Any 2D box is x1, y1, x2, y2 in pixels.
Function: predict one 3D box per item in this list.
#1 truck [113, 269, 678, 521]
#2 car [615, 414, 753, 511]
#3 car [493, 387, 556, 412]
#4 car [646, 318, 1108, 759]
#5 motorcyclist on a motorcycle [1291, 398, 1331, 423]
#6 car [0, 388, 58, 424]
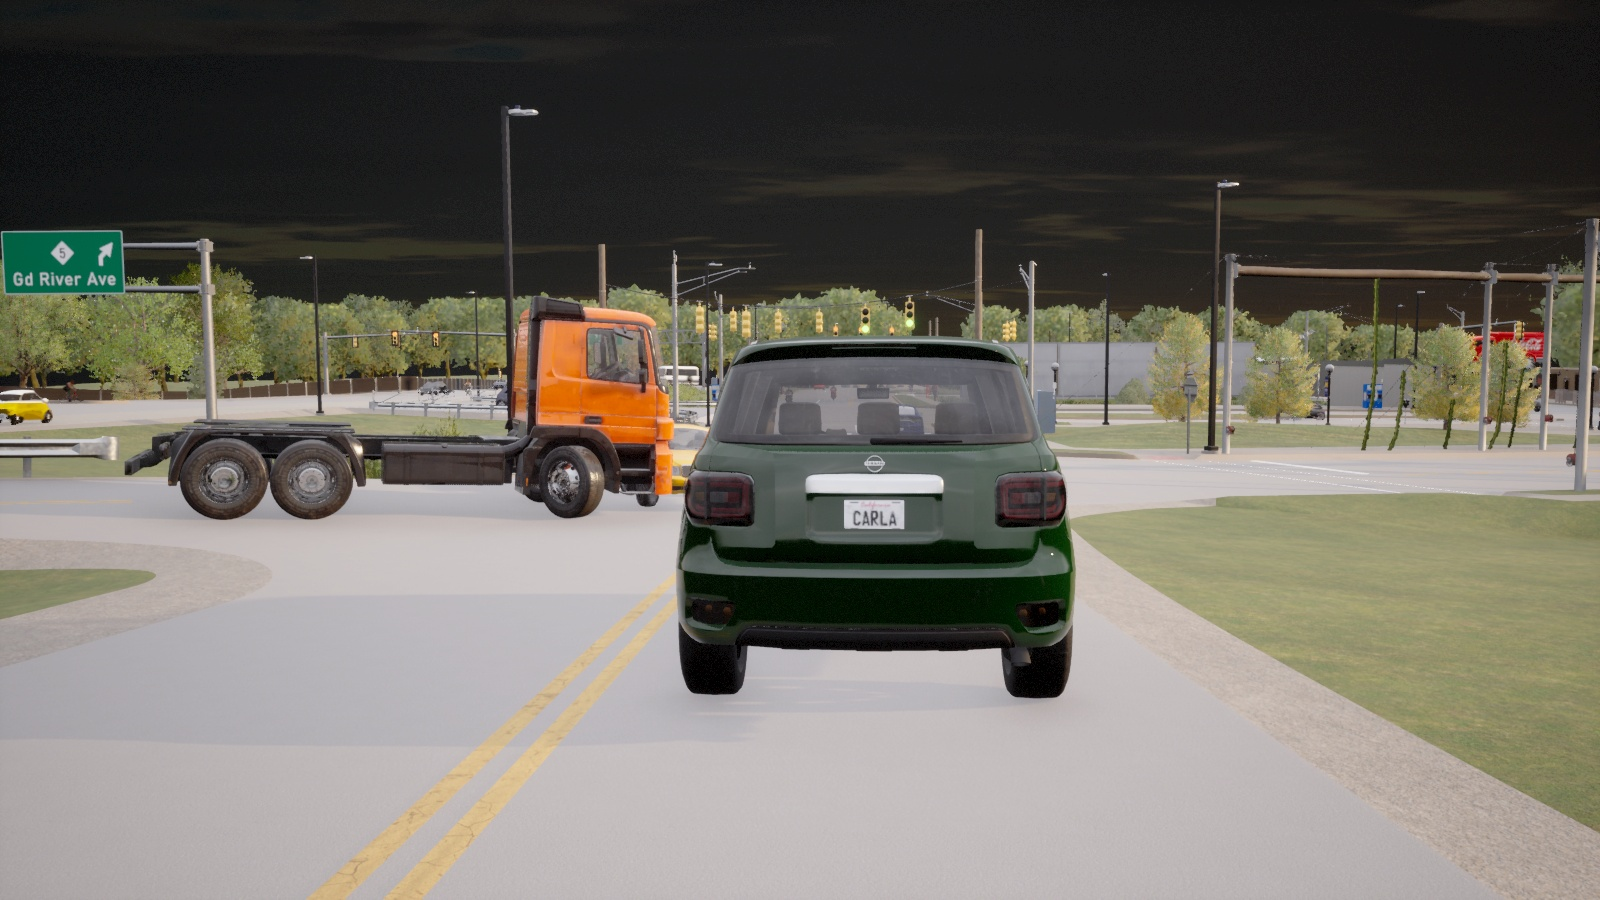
[{"bbox_3d":[-6.235,-0.774,20.017,7.936,3.462,2.891,1,3,-21],"label":"truck"},{"bbox_3d":[-2.334,0.144,23.841,1.801,1.575,5.366,2,1,-14],"label":"car"},{"bbox_3d":[-18.120,-3.359,82.699,3.633,1.501,1.845,2,4,3],"label":"car"},{"bbox_3d":[0.506,0.363,8.656,2.150,2.045,5.566,0,1,3],"label":"car"},{"bbox_3d":[33.507,-2.586,82.361,2.191,1.530,0.866,-1,4,-2],"label":"motorcyclist on a motorcycle"},{"bbox_3d":[-31.025,-1.765,50.034,1.481,1.376,2.207,0,4,2],"label":"car"}]
